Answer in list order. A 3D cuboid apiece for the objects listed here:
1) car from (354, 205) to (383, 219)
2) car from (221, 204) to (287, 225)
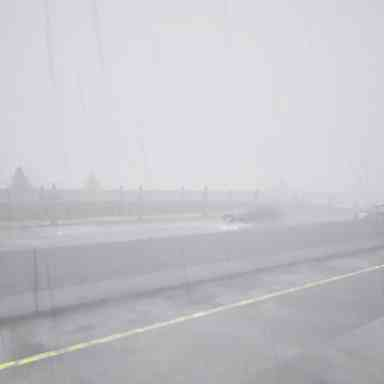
[{"bbox_3d":[15.581,1.819,27.973,4.902,1.511,2.128,4,-2,-35],"label":"car"},{"bbox_3d":[4.683,1.569,24.513,5.357,1.411,2.033,0,0,-35],"label":"car"}]
